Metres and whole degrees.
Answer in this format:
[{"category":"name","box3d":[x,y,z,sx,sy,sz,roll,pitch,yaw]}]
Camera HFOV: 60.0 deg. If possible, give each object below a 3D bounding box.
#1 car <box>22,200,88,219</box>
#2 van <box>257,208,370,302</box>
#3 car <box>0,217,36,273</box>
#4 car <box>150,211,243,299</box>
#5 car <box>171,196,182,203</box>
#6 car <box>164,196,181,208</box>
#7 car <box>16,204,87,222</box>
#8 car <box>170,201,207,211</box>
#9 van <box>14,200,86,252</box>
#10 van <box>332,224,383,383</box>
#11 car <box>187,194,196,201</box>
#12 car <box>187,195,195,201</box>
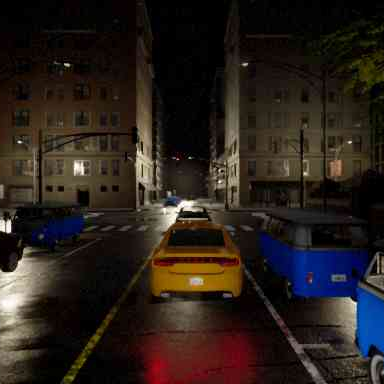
[{"category":"car","box3d":[-11.777,1.484,28.901,4.902,1.511,2.128,0,0,-1]},{"category":"van","box3d":[2.705,1.340,7.952,1.690,1.788,3.998,0,0,0]},{"category":"car","box3d":[-5.822,1.544,7.980,1.887,1.381,4.507,0,0,0]},{"category":"car","box3d":[0.114,1.477,8.540,1.882,1.535,5.008,0,0,1]},{"category":"car","box3d":[-3.141,1.522,69.690,2.033,1.411,5.357,0,0,-1]},{"category":"car","box3d":[-3.050,1.463,48.917,1.882,1.535,5.008,0,0,0]},{"category":"car","box3d":[-10.740,1.581,25.660,4.718,1.301,1.895,0,0,-1]},{"category":"car","box3d":[0.075,1.486,17.959,2.128,1.511,4.902,0,0,0]},{"category":"van","box3d":[-5.796,1.338,13.640,1.690,1.788,3.998,0,0,0]},{"category":"van","box3d":[2.680,1.341,2.295,1.690,1.788,3.998,0,0,0]},{"category":"car","box3d":[-0.226,1.340,79.427,2.097,1.767,4.553,0,0,-1]},{"category":"car","box3d":[-0.313,1.584,89.208,1.895,1.301,4.718,0,0,-1]}]
